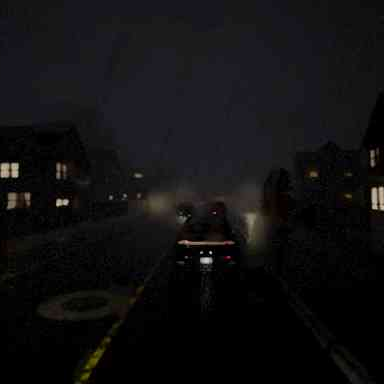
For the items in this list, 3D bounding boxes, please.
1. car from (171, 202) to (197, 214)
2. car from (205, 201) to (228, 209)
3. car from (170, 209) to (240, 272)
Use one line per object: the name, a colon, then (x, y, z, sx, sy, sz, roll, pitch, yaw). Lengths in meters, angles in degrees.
car: (-0.674, 1.650, 30.443, 1.994, 1.385, 4.181, 0, 0, 8)
car: (2.159, 1.546, 29.374, 1.882, 1.535, 5.008, 0, 0, 7)
car: (0.484, 1.523, 10.886, 2.128, 1.511, 4.902, 0, 0, 3)
